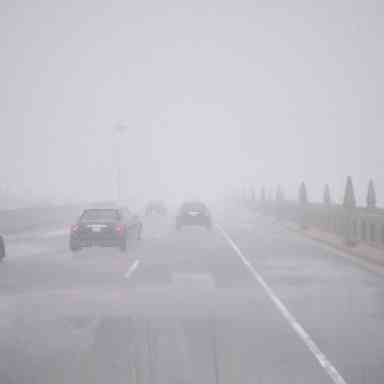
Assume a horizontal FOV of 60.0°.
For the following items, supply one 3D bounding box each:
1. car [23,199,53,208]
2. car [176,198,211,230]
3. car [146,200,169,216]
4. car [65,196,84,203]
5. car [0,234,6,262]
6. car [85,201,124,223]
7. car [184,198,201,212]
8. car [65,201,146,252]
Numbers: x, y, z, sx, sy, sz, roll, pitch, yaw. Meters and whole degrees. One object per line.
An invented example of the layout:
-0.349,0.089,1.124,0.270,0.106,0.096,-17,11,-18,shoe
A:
-17.551,1.527,38.282,1.812,1.442,4.674,0,0,1,car
0.101,1.353,21.447,2.097,1.767,4.553,0,0,0,car
-3.400,1.506,32.135,1.837,1.490,4.892,0,0,0,car
-20.998,1.404,59.329,1.895,1.301,4.718,0,0,0,car
-6.900,1.353,8.611,2.097,1.767,4.553,0,0,0,car
-6.898,1.506,26.694,1.837,1.490,4.892,0,0,0,car
0.090,1.479,39.357,1.882,1.535,5.008,0,0,0,car
-3.400,1.353,13.981,2.097,1.767,4.553,0,0,0,car
